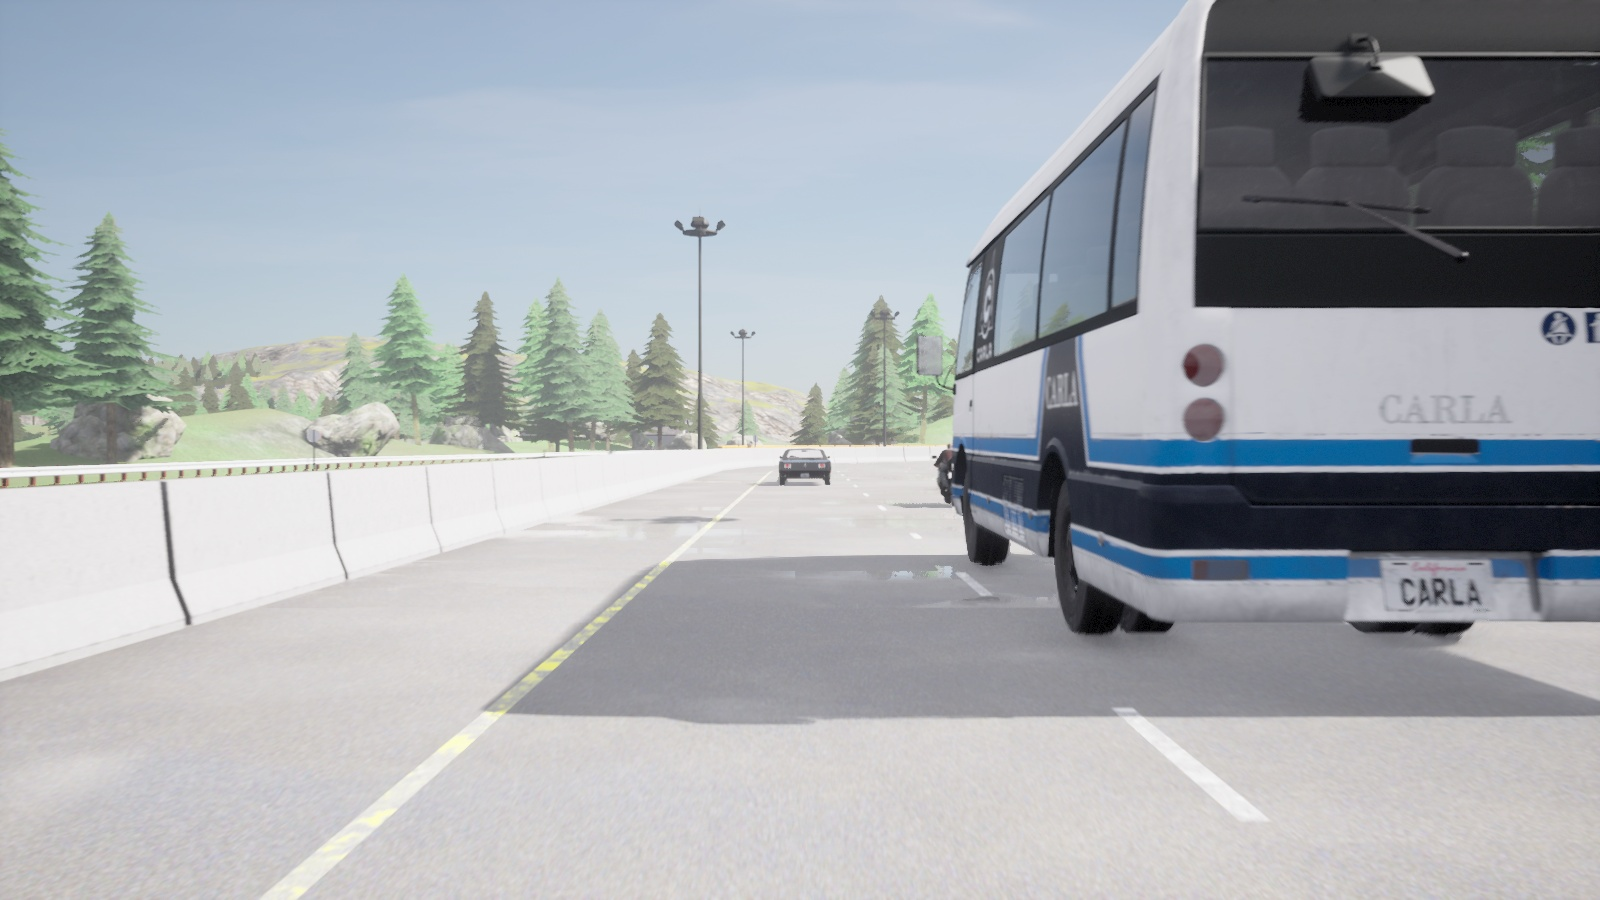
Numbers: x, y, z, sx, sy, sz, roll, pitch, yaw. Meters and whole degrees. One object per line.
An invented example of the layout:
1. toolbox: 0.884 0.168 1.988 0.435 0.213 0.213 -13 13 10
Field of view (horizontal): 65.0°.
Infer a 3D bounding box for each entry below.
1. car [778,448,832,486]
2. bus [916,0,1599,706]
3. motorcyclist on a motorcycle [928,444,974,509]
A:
1. car: 0.180 0.585 46.502 1.895 1.301 4.718 0 0 0
2. bus: 3.579 -0.697 12.448 3.944 4.253 10.273 0 1 0
3. motorcyclist on a motorcycle: 3.632 0.614 30.336 0.866 1.530 2.191 0 0 0
